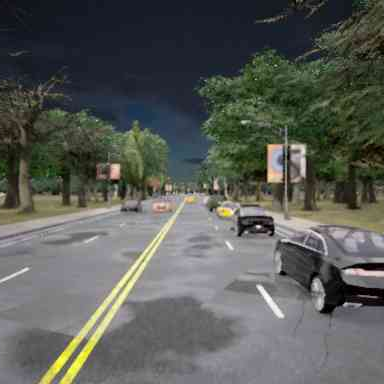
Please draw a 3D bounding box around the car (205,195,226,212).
[{"bbox_3d":[3.161,1.346,40.690,2.150,2.045,5.566,0,0,0],"label":"car"}]

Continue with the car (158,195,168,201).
[{"bbox_3d":[-6.825,1.363,78.834,2.033,1.411,5.357,0,0,0],"label":"car"}]

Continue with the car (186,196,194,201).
[{"bbox_3d":[-0.430,1.734,90.848,2.128,1.511,4.902,0,0,-1],"label":"car"}]

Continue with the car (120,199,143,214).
[{"bbox_3d":[-6.666,1.593,37.132,1.882,1.535,5.008,0,0,0],"label":"car"}]

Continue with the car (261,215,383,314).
[{"bbox_3d":[3.246,1.520,7.643,2.128,1.511,4.902,0,0,0],"label":"car"}]

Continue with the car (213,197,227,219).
[{"bbox_3d":[3.202,1.552,29.843,1.801,1.575,5.366,0,0,0],"label":"car"}]

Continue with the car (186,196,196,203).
[{"bbox_3d":[-0.267,1.545,71.870,1.882,1.535,5.008,0,0,0],"label":"car"}]

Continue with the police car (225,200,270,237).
[{"bbox_3d":[3.230,1.489,18.758,1.930,1.638,5.238,0,0,0],"label":"police car"}]

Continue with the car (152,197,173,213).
[{"bbox_3d":[-3.422,1.473,39.294,2.097,1.767,4.553,0,0,0],"label":"car"}]

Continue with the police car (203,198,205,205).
[{"bbox_3d":[3.108,1.659,51.664,2.038,1.542,4.974,0,0,0],"label":"police car"}]

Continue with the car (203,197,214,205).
[{"bbox_3d":[3.044,1.705,62.669,1.812,1.442,4.674,0,0,0],"label":"car"}]
